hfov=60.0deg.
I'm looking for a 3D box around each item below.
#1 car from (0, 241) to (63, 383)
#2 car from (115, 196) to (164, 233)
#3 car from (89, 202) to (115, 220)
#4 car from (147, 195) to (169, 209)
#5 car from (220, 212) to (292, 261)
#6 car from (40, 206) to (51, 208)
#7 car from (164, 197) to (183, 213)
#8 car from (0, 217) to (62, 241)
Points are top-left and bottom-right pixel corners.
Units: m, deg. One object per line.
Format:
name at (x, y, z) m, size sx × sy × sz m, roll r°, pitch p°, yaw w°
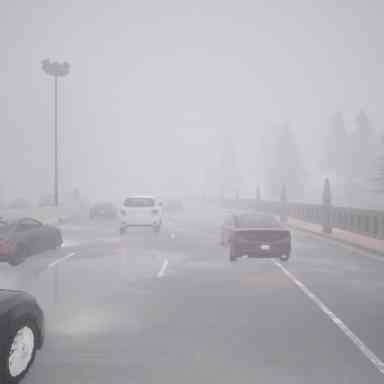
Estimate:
car at (-3.040, 1.504, 2.543) m, size 1.837 × 1.490 × 4.892 m, roll 0°, pitch 0°, yaw 5°
car at (-2.961, 1.222, 19.873) m, size 2.150 × 2.045 × 5.566 m, roll 0°, pitch 0°, yaw -5°
car at (-7.609, 1.564, 28.712) m, size 1.994 × 1.385 × 4.181 m, roll 0°, pitch 0°, yaw -9°
car at (-4.896, 1.352, 47.049) m, size 2.097 × 1.767 × 4.553 m, roll 0°, pitch 0°, yaw -20°
car at (2.149, 1.478, 12.296) m, size 1.882 × 1.535 × 5.008 m, roll 0°, pitch 0°, yaw 0°
car at (-19.149, 1.223, 44.462) m, size 2.150 × 2.045 × 5.566 m, roll 0°, pitch 0°, yaw -21°
car at (-2.263, 1.505, 37.527) m, size 1.837 × 1.490 × 4.892 m, roll 0°, pitch 0°, yaw -14°
car at (-6.165, 1.564, 11.600) m, size 1.994 × 1.385 × 4.181 m, roll 0°, pitch 0°, yaw 0°
